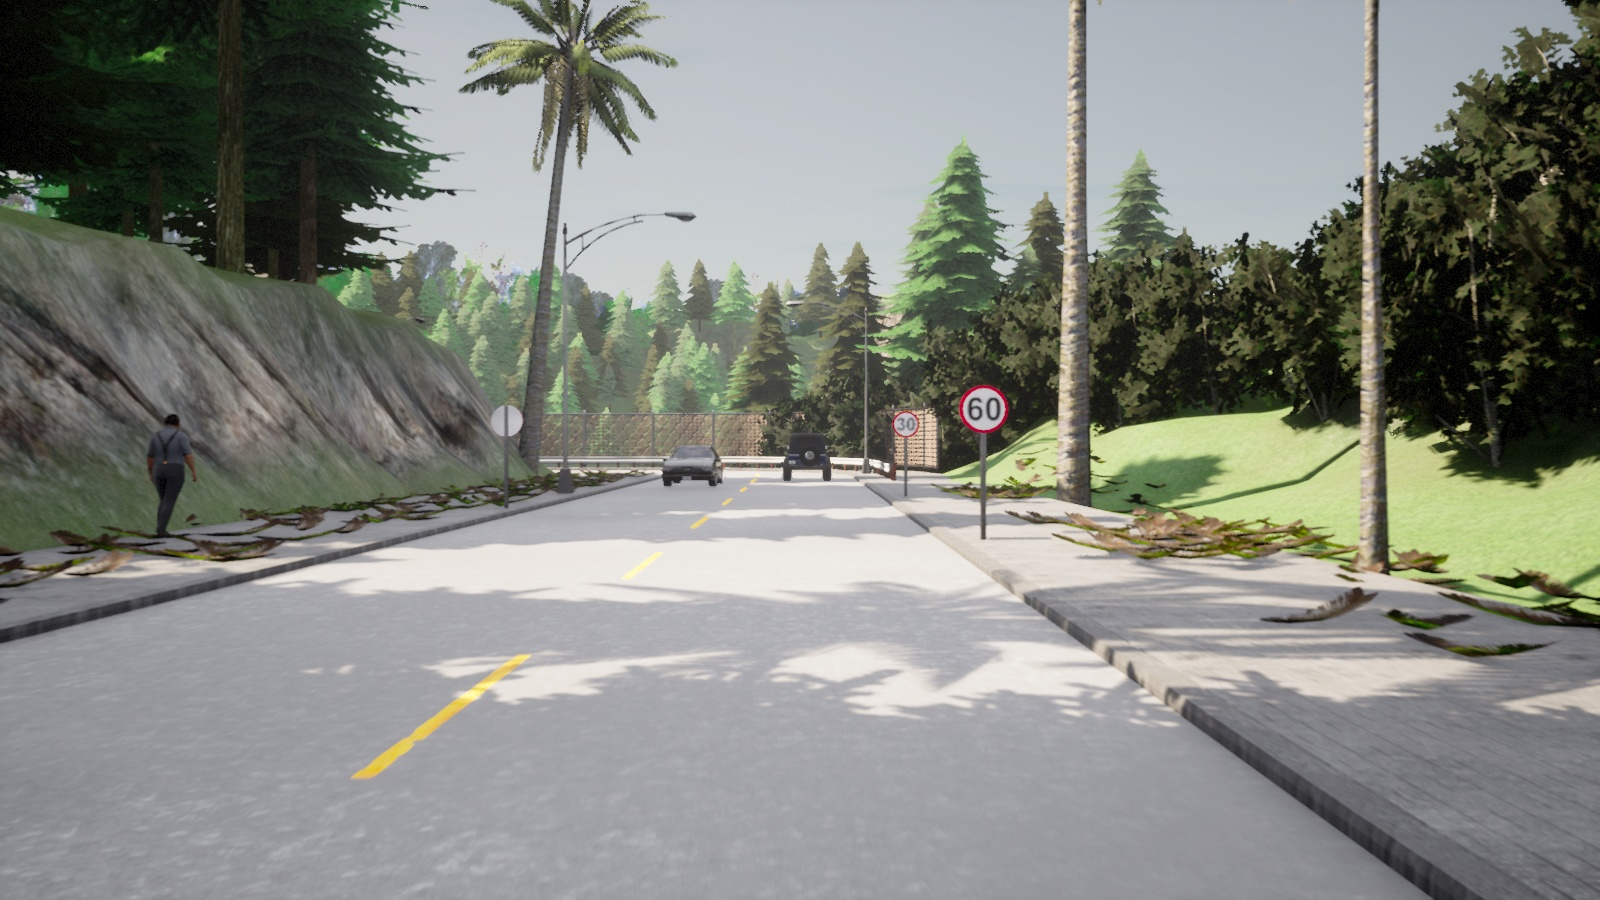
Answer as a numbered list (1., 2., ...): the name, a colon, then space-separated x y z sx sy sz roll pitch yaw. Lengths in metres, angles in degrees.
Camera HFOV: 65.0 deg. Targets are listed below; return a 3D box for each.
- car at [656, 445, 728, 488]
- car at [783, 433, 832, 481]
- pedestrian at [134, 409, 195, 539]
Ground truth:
1. car: -3.740 0.541 44.328 2.033 1.411 5.357 0 0 1
2. car: 0.290 0.257 50.761 1.905 1.878 3.866 0 0 0
3. pedestrian: -9.198 0.336 18.201 0.540 1.848 0.694 0 0 -1
